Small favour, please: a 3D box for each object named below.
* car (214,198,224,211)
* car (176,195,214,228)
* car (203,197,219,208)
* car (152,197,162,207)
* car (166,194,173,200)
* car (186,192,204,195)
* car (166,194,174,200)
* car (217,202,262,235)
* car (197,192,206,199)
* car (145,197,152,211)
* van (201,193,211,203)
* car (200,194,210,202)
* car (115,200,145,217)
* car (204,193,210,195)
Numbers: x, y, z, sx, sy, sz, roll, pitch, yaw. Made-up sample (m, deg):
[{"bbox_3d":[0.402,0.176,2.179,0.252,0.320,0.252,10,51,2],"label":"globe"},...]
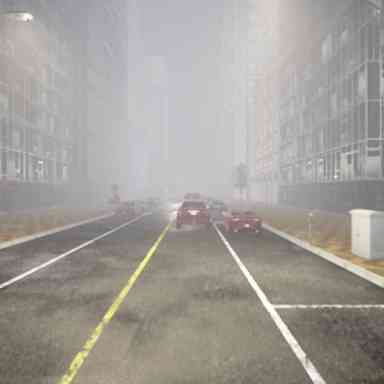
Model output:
[{"bbox_3d":[2.675,1.476,35.540,1.947,1.339,4.313,0,0,0],"label":"car"},{"bbox_3d":[0.088,1.300,21.912,2.097,1.767,4.553,0,0,0],"label":"car"},{"bbox_3d":[2.670,1.441,46.924,1.947,1.339,4.313,0,0,0],"label":"car"},{"bbox_3d":[-5.710,1.420,46.928,1.887,1.381,4.507,0,0,0],"label":"car"},{"bbox_3d":[-5.726,1.277,80.914,1.752,1.417,4.829,0,0,0],"label":"car"},{"bbox_3d":[0.079,1.110,41.045,2.150,2.045,5.566,0,0,0],"label":"car"},{"bbox_3d":[-5.729,1.278,86.777,2.008,1.369,4.403,0,0,0],"label":"car"},{"bbox_3d":[2.683,1.503,18.463,1.887,1.381,4.507,0,0,0],"label":"car"},{"bbox_3d":[2.651,1.019,92.461,2.192,1.841,5.009,0,0,0],"label":"car"},{"bbox_3d":[-5.705,1.492,35.544,1.802,1.307,4.206,0,0,0],"label":"car"},{"bbox_3d":[2.663,1.158,64.002,1.690,1.788,3.998,0,0,0],"label":"van"},{"bbox_3d":[2.660,1.236,69.693,1.967,1.590,4.097,0,0,0],"label":"car"},{"bbox_3d":[-5.702,1.472,29.850,1.887,1.381,4.507,0,0,0],"label":"car"},{"bbox_3d":[2.665,1.403,58.308,1.947,1.339,4.313,0,0,0],"label":"car"}]
